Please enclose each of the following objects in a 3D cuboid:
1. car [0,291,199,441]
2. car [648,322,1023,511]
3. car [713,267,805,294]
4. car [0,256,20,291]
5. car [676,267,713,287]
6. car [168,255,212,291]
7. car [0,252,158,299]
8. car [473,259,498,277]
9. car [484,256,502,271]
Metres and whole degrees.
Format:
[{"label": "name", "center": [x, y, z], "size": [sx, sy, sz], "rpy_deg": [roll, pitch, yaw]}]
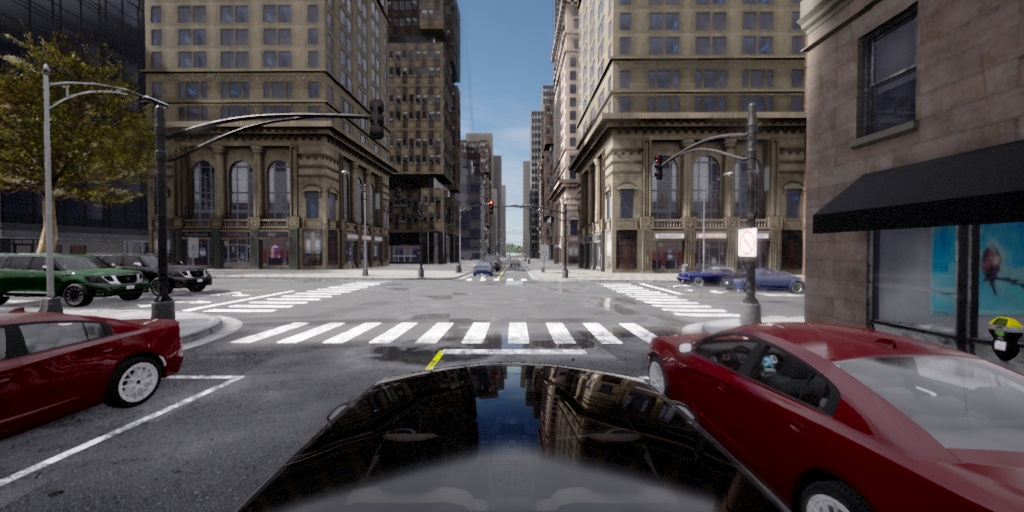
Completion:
[{"label": "car", "center": [-5.755, 1.294, 3.438], "size": [1.888, 1.381, 4.507], "rpy_deg": [0, 0, 0]}, {"label": "car", "center": [2.770, 1.294, 3.371], "size": [1.888, 1.381, 4.507], "rpy_deg": [0, 0, 0]}, {"label": "car", "center": [14.634, 1.417, 21.076], "size": [4.181, 1.385, 1.994], "rpy_deg": [0, 1, 0]}, {"label": "car", "center": [-28.420, 0.901, 18.001], "size": [4.553, 1.767, 2.097], "rpy_deg": [0, 1, 1]}, {"label": "car", "center": [13.810, 1.400, 24.334], "size": [4.718, 1.301, 1.895], "rpy_deg": [0, 1, 1]}, {"label": "car", "center": [-18.333, 0.852, 17.909], "size": [5.566, 2.045, 2.150], "rpy_deg": [0, 1, 0]}, {"label": "car", "center": [-18.340, 0.900, 14.659], "size": [5.566, 2.045, 2.150], "rpy_deg": [0, 1, 0]}, {"label": "car", "center": [-2.809, 1.286, 36.220], "size": [2.033, 1.411, 5.357], "rpy_deg": [0, 0, 0]}, {"label": "car", "center": [-2.714, 0.958, 46.406], "size": [2.150, 2.045, 5.566], "rpy_deg": [0, 0, 1]}]
